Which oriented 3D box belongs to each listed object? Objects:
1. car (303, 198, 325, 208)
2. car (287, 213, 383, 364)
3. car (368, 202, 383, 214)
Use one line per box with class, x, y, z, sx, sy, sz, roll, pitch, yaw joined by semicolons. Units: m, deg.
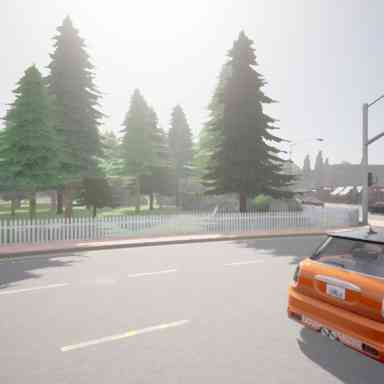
car;17.186;1.530;47.836;1.882;1.535;5.008;0;0;-8
car;3.836;1.352;5.398;4.553;1.767;2.097;0;0;-26
car;19.259;1.653;32.584;1.895;1.301;4.718;0;0;-8
